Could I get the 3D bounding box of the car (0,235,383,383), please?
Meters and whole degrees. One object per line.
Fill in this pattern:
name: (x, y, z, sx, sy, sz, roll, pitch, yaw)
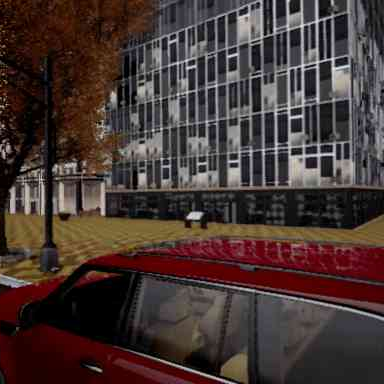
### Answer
car: (-0.039, 1.335, 2.905, 5.009, 1.841, 2.192, -1, -1, 35)
